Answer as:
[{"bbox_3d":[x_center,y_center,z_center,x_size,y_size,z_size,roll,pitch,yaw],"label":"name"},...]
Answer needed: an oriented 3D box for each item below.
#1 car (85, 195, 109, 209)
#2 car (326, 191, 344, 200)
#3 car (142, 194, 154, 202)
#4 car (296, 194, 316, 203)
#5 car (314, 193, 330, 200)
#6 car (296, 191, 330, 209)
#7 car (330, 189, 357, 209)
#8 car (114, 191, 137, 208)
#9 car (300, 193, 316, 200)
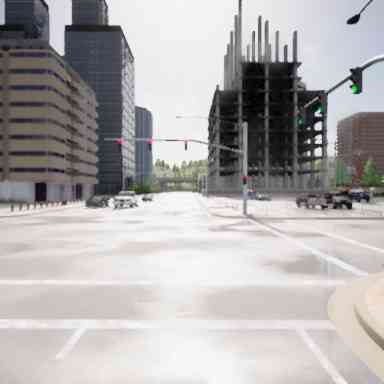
[{"bbox_3d":[-11.690,1.189,41.159,1.882,1.535,5.008,0,0,0],"label":"car"},{"bbox_3d":[29.718,0.667,69.254,1.932,1.855,4.605,0,0,0],"label":"car"},{"bbox_3d":[-8.334,1.104,63.333,2.033,1.411,5.357,0,0,0],"label":"car"},{"bbox_3d":[18.477,1.016,54.026,1.970,1.475,3.806,0,0,0],"label":"car"},{"bbox_3d":[27.035,0.878,69.186,1.784,1.438,3.905,0,0,0],"label":"car"},{"bbox_3d":[12.997,0.896,36.574,1.932,1.855,4.605,0,0,0],"label":"car"},{"bbox_3d":[15.892,0.899,36.539,1.905,1.878,3.866,0,0,0],"label":"car"},{"bbox_3d":[-8.197,0.930,41.502,2.150,2.045,5.566,0,0,0],"label":"car"},{"bbox_3d":[24.140,0.910,69.167,1.970,1.475,3.806,0,0,0],"label":"car"}]
